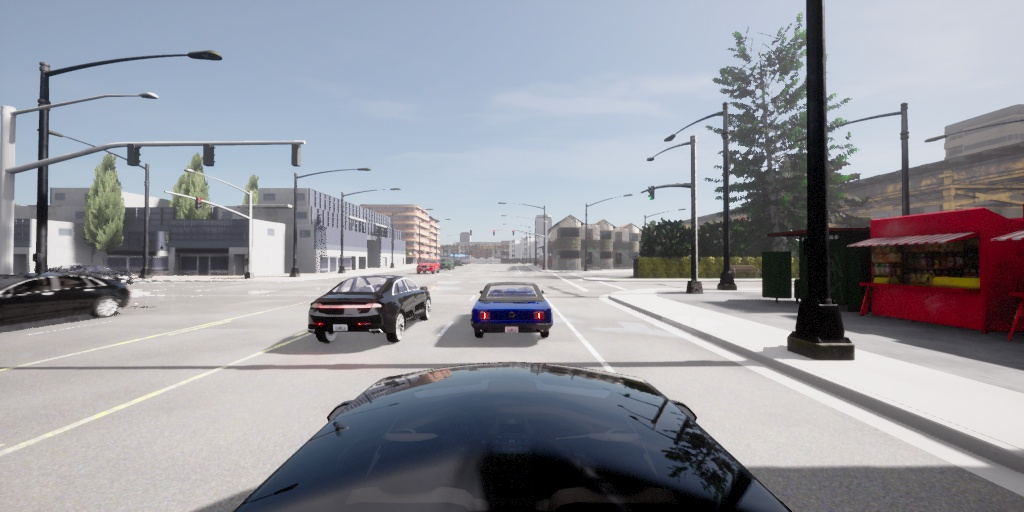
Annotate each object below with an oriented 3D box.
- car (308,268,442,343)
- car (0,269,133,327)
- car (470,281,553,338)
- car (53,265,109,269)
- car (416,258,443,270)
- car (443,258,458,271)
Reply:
[{"bbox_3d":[-3.511,1.257,9.741,2.128,1.511,4.902,0,0,0],"label":"car"},{"bbox_3d":[-14.032,1.277,10.239,1.837,1.490,4.892,0,0,1],"label":"car"},{"bbox_3d":[-0.011,1.365,10.219,1.895,1.301,4.718,0,0,0],"label":"car"},{"bbox_3d":[-27.773,1.330,23.438,4.902,1.511,2.128,0,-1,0],"label":"car"},{"bbox_3d":[-11.055,1.338,47.637,2.150,2.045,5.566,0,0,-1],"label":"car"},{"bbox_3d":[-11.168,1.381,60.789,2.150,2.045,5.566,0,0,0],"label":"car"}]
